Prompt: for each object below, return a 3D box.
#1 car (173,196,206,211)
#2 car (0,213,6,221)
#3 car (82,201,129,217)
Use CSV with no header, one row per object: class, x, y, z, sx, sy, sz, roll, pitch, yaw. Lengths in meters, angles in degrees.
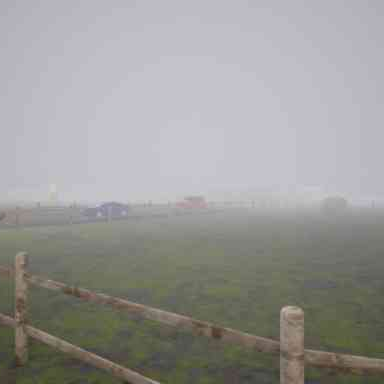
car,-0.242,1.543,44.431,2.150,2.045,5.566,0,-1,36
car,-15.790,1.688,23.106,1.895,1.301,4.718,0,0,36
car,-8.534,1.670,33.066,1.882,1.535,5.008,0,0,36
